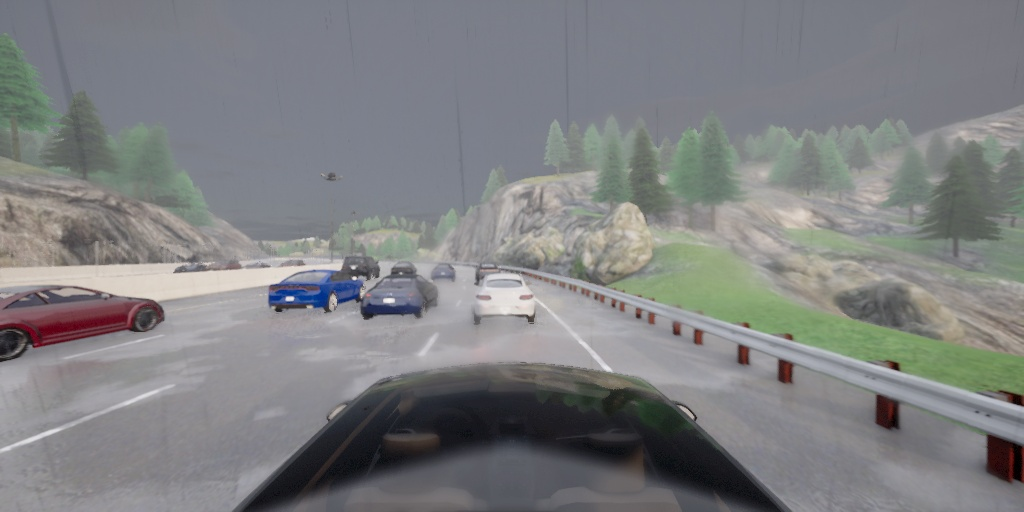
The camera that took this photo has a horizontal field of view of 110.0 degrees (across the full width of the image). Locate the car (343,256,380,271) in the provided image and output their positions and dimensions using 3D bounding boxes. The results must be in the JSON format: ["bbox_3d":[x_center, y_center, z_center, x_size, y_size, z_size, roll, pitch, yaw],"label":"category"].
[{"bbox_3d":[-12.899,1.033,30.841,2.150,2.045,5.566,0,0,-9],"label":"car"}]

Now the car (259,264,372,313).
[{"bbox_3d":[-7.457,1.258,14.234,1.882,1.535,5.008,0,0,-4],"label":"car"}]

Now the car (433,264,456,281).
[{"bbox_3d":[-5.750,1.358,30.285,1.994,1.385,4.181,0,0,-9],"label":"car"}]

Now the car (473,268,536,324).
[{"bbox_3d":[-0.300,1.288,12.010,1.812,1.442,4.674,0,0,-3],"label":"car"}]

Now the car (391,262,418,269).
[{"bbox_3d":[-9.584,1.283,32.102,1.882,1.535,5.008,0,0,-9],"label":"car"}]

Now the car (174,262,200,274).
[{"bbox_3d":[-36.715,1.442,41.425,1.994,1.385,4.181,0,0,-14],"label":"car"}]

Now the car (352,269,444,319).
[{"bbox_3d":[-3.871,1.335,12.971,1.994,1.385,4.181,0,0,-3],"label":"car"}]

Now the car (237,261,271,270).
[{"bbox_3d":[-29.612,1.426,41.790,1.994,1.385,4.181,0,0,-14],"label":"car"}]

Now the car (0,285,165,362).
[{"bbox_3d":[-10.632,1.345,8.232,1.994,1.385,4.181,0,0,-2],"label":"car"}]

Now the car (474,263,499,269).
[{"bbox_3d":[-1.991,1.276,28.775,2.128,1.511,4.902,0,0,-8],"label":"car"}]

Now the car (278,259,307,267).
[{"bbox_3d":[-26.333,1.207,43.097,2.097,1.767,4.553,0,0,-14],"label":"car"}]

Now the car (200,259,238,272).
[{"bbox_3d":[-33.105,1.220,41.370,2.097,1.767,4.553,0,0,-14],"label":"car"}]
